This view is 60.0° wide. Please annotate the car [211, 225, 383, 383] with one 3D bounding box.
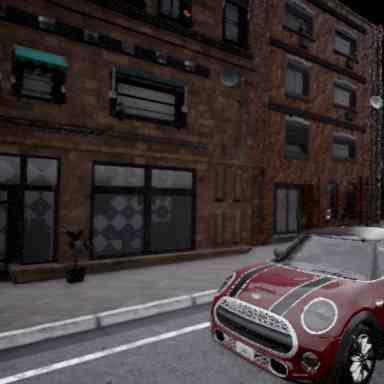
[{"bbox_3d":[2.496,1.409,5.462,4.553,1.767,2.097,1,0,-35],"label":"car"}]
